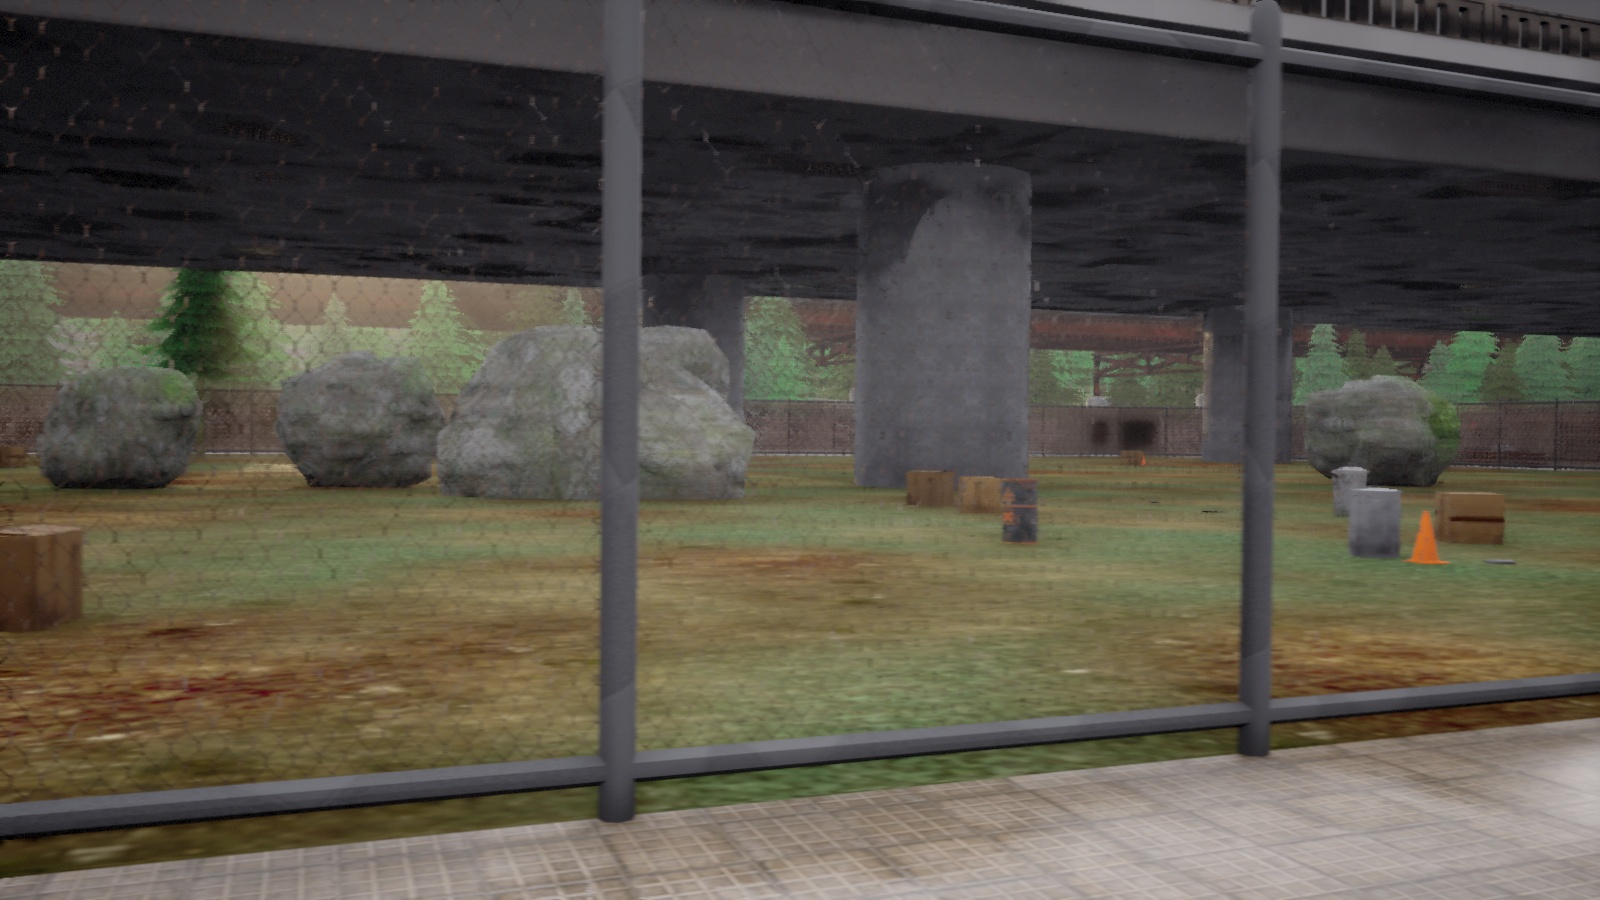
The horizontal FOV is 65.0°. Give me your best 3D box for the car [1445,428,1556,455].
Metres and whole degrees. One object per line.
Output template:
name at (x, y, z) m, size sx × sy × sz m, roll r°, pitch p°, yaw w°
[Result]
car at (35.093, -0.452, 63.057) m, size 1.895 × 1.301 × 4.718 m, roll -1°, pitch 1°, yaw -21°
